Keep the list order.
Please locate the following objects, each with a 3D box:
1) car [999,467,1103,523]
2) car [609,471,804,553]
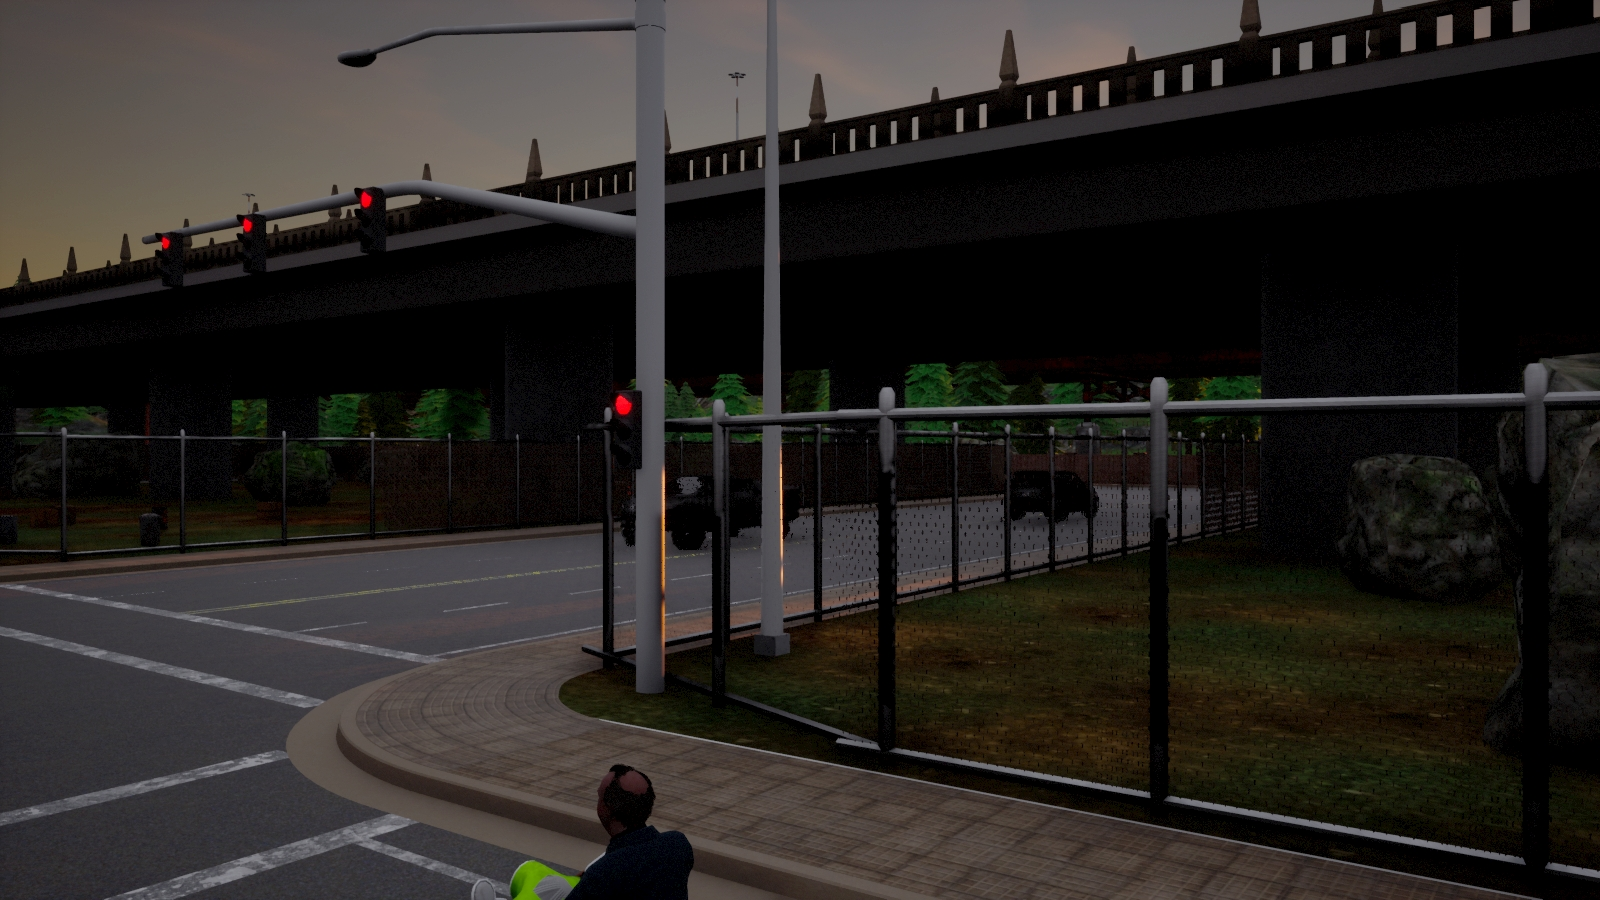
[{"bbox_3d":[10.367,1.780,46.826,2.150,2.045,5.566,0,0,35],"label":"car"},{"bbox_3d":[-2.663,1.753,34.458,2.390,2.098,6.274,0,0,35],"label":"car"}]
